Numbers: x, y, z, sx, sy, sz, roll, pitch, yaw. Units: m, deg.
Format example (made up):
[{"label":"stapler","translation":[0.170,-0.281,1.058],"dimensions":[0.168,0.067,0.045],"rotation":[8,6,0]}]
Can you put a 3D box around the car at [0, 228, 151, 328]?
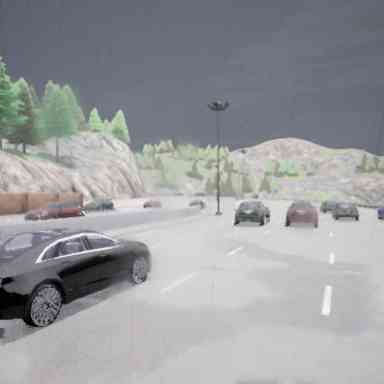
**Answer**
[{"label":"car","translation":[-2.703,1.540,7.246],"dimensions":[2.128,1.511,4.902],"rotation":[0,0,24]}]

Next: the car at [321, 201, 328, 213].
[{"label":"car","translation":[16.436,1.742,39.615],"dimensions":[2.033,1.411,5.357],"rotation":[0,0,14]}]

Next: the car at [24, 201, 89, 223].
[{"label":"car","translation":[-10.438,1.518,25.420],"dimensions":[2.097,1.767,4.553],"rotation":[0,0,21]}]

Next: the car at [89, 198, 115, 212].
[{"label":"car","translation":[-11.863,1.621,42.893],"dimensions":[2.097,1.767,4.553],"rotation":[0,0,16]}]

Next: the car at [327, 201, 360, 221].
[{"label":"car","translation":[13.448,1.689,29.294],"dimensions":[2.033,1.411,5.357],"rotation":[0,0,18]}]

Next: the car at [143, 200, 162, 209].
[{"label":"car","translation":[-6.036,1.869,50.971],"dimensions":[1.994,1.385,4.181],"rotation":[0,0,13]}]

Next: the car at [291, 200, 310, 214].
[{"label":"car","translation":[12.498,1.722,38.512],"dimensions":[1.812,1.442,4.674],"rotation":[0,0,15]}]

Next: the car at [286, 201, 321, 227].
[{"label":"car","translation":[8.072,1.476,24.391],"dimensions":[2.097,1.767,4.553],"rotation":[0,0,19]}]

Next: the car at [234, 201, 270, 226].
[{"label":"car","translation":[4.659,1.486,25.228],"dimensions":[2.097,1.767,4.553],"rotation":[0,0,20]}]

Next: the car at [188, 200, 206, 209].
[{"label":"car","translation":[0.763,1.846,49.311],"dimensions":[1.994,1.385,4.181],"rotation":[0,0,13]}]

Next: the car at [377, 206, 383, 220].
[{"label":"car","translation":[16.181,1.598,26.437],"dimensions":[1.882,1.535,5.008],"rotation":[0,0,18]}]
